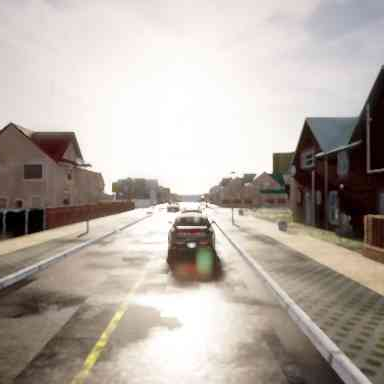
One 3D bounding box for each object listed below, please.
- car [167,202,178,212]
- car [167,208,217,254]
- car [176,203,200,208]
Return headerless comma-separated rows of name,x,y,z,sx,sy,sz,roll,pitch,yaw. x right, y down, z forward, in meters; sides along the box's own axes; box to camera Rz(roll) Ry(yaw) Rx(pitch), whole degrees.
car,-2.780,2.253,50.746,2.033,1.411,5.357,0,-1,0
car,-0.005,1.664,14.300,1.837,1.490,4.892,0,0,0
car,-0.014,1.850,29.297,2.128,1.511,4.902,0,-1,0
